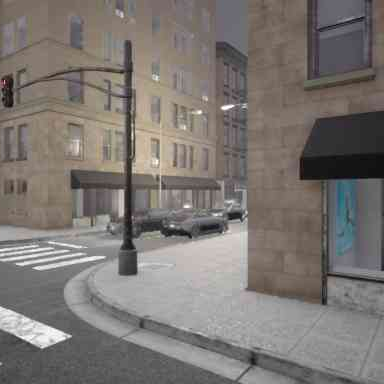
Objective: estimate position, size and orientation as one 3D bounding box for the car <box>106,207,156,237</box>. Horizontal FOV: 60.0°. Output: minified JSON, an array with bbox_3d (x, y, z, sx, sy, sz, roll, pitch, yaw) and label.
[{"bbox_3d":[-2.626,1.620,18.841,1.812,1.442,4.674,0,0,37],"label":"car"}]

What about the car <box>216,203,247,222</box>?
[{"bbox_3d":[2.681,1.640,26.311,2.128,1.511,4.902,0,0,35],"label":"car"}]

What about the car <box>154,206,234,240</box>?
[{"bbox_3d":[0.237,1.665,18.031,1.994,1.385,4.181,0,0,37],"label":"car"}]
